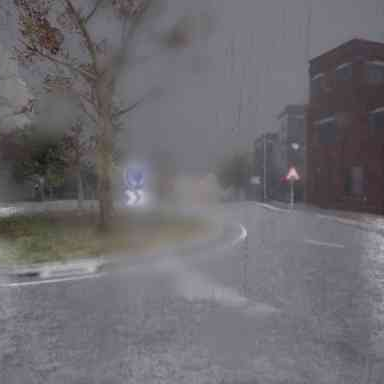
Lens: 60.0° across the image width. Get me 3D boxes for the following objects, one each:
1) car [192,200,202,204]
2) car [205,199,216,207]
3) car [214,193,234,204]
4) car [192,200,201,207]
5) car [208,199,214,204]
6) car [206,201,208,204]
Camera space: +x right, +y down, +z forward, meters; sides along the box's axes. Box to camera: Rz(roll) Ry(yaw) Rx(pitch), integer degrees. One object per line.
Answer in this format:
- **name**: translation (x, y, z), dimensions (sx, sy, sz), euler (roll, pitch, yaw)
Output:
- **car**: translation (1.051, 2.279, 66.190), dimensions (1.812, 1.442, 4.674), euler (0, -4, 1)
- **car**: translation (4.281, 2.619, 77.642), dimensions (2.097, 1.767, 4.553), euler (0, -3, 0)
- **car**: translation (4.253, 0.878, 43.176), dimensions (1.812, 1.442, 4.674), euler (0, -5, 0)
- **car**: translation (1.031, 2.764, 77.669), dimensions (1.837, 1.490, 4.892), euler (0, -3, 0)
- **car**: translation (4.248, 1.663, 55.376), dimensions (2.033, 1.411, 5.357), euler (0, -3, 0)
- **car**: translation (4.263, 2.289, 67.183), dimensions (1.882, 1.535, 5.008), euler (0, -3, 0)
